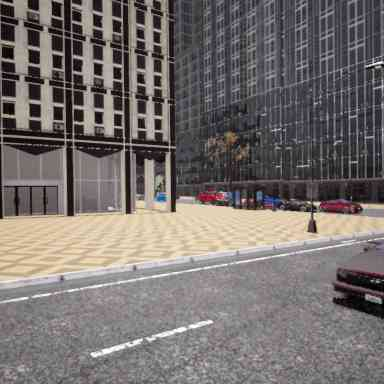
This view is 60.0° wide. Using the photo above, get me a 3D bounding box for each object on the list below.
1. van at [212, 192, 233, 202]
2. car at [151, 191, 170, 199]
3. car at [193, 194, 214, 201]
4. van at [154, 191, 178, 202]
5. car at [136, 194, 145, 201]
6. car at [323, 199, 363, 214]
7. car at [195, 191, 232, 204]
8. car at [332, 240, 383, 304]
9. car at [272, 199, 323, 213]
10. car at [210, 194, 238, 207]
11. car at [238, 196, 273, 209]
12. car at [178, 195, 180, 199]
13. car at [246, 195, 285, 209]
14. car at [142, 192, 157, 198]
[{"bbox_3d":[5.378,0.876,58.951,1.690,1.788,3.998,0,1,-34],"label":"van"},{"bbox_3d":[-7.418,0.636,77.743,2.192,1.841,5.009,0,1,-34],"label":"car"},{"bbox_3d":[2.179,1.064,63.652,1.802,1.307,4.206,0,1,-34],"label":"car"},{"bbox_3d":[-4.748,0.953,58.934,1.690,1.788,3.998,0,1,-34],"label":"van"},{"bbox_3d":[-11.146,1.056,68.332,2.008,1.369,4.403,0,1,-34],"label":"car"},{"bbox_3d":[15.225,1.425,34.190,1.994,1.385,4.181,-1,1,-34],"label":"car"},{"bbox_3d":[3.349,0.891,51.646,2.150,2.045,5.566,-1,1,-34],"label":"car"},{"bbox_3d":[5.461,1.548,7.573,5.357,1.411,2.033,0,0,-35],"label":"car"},{"bbox_3d":[11.139,1.440,35.374,1.947,1.339,4.313,0,1,-34],"label":"car"},{"bbox_3d":[4.803,1.335,44.814,1.947,1.339,4.313,0,1,-34],"label":"car"},{"bbox_3d":[7.954,1.404,40.084,1.802,1.307,4.206,0,1,-34],"label":"car"},{"bbox_3d":[-4.218,0.957,73.048,1.802,1.307,4.206,0,1,-34],"label":"car"},{"bbox_3d":[9.336,1.244,42.843,1.882,1.535,5.008,-1,1,-34],"label":"car"},{"bbox_3d":[-10.617,0.707,82.442,1.967,1.590,4.097,0,1,-34],"label":"car"}]
